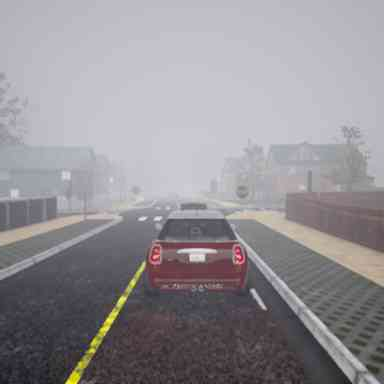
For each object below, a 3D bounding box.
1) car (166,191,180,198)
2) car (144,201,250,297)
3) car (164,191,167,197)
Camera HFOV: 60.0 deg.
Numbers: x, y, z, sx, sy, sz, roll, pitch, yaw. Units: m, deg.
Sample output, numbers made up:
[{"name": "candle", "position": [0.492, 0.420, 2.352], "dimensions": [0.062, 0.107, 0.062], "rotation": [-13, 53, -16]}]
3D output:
[{"name": "car", "position": [-3.958, 0.684, 73.930], "dimensions": [1.994, 1.385, 4.181], "rotation": [0, 0, -10]}, {"name": "car", "position": [0.098, 1.218, 8.370], "dimensions": [2.097, 1.767, 4.553], "rotation": [0, 1, 0]}, {"name": "car", "position": [-5.841, 0.536, 83.421], "dimensions": [1.812, 1.442, 4.674], "rotation": [0, 0, -12]}]
